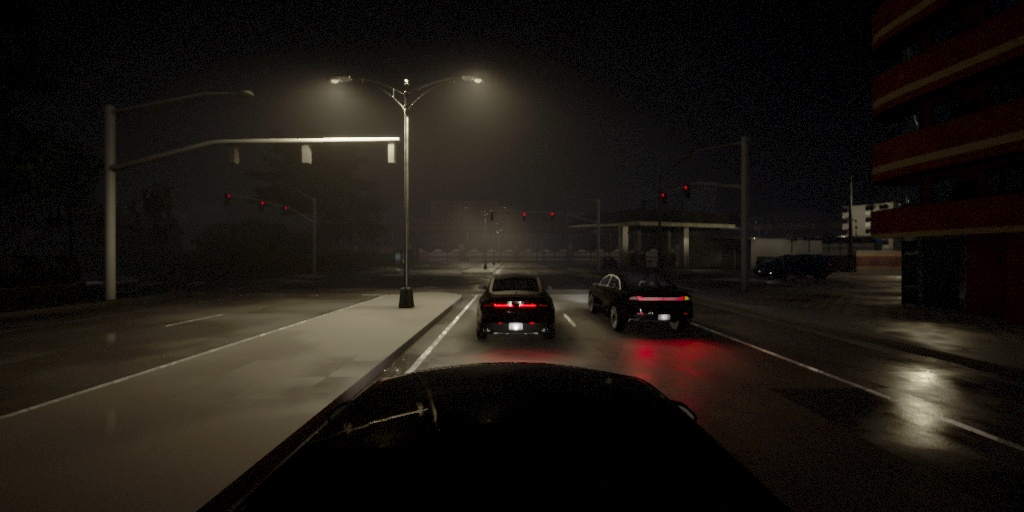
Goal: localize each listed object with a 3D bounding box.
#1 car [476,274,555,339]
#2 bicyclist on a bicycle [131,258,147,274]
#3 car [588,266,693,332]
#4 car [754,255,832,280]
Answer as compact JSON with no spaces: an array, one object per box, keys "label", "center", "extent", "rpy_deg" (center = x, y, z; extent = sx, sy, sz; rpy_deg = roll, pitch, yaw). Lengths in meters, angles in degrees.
[{"label":"car","center":[0.097,1.241,10.015],"extent":[1.837,1.490,4.892],"rpy_deg":[0,0,0]},{"label":"bicyclist on a bicycle","center":[-38.222,0.993,36.751],"extent":[0.582,1.620,1.656],"rpy_deg":[0,0,0]},{"label":"car","center":[3.604,1.226,10.870],"extent":[2.128,1.511,4.902],"rpy_deg":[0,0,0]},{"label":"car","center":[23.423,0.924,29.960],"extent":[5.566,2.045,2.150],"rpy_deg":[0,0,-1]}]
